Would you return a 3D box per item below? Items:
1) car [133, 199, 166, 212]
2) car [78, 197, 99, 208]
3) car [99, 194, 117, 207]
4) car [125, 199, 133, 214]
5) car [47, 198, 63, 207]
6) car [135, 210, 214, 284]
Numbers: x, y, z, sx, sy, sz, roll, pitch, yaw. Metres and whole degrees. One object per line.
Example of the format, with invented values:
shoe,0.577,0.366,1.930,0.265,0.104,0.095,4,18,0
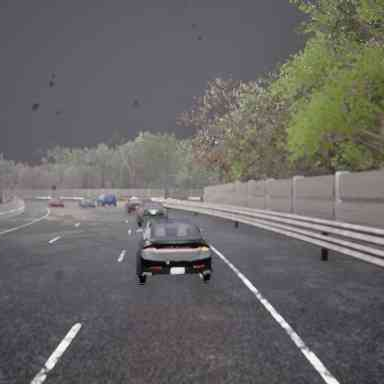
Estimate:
car,-3.013,1.403,24.289,2.097,1.767,4.553,0,0,-12
car,-15.610,1.654,49.120,2.033,1.411,5.357,0,0,-27
car,-13.599,1.336,52.776,2.150,2.045,5.566,0,0,-28
car,-6.394,1.558,37.310,1.882,1.535,5.008,0,0,-16
car,-21.771,1.680,52.941,1.994,1.385,4.181,0,0,-30
car,-0.607,1.514,9.719,2.128,1.511,4.902,0,0,-7
